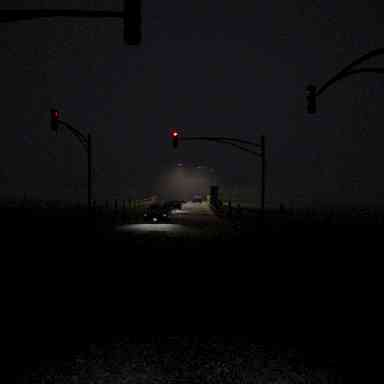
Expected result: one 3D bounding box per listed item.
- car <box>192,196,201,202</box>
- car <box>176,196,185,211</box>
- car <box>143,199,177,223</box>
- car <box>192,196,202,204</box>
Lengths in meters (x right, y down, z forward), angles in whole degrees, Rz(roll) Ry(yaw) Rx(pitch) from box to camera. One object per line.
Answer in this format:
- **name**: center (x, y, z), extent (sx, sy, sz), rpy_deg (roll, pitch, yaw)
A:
- **car**: center (1.092, 1.617, 75.929), extent (1.895, 1.301, 4.718), rpy_deg (0, 0, 1)
- **car**: center (-2.304, 1.571, 41.349), extent (1.994, 1.385, 4.181), rpy_deg (0, 0, 1)
- **car**: center (-2.544, 1.551, 25.945), extent (2.033, 1.411, 5.357), rpy_deg (0, 0, 1)
- **car**: center (1.030, 1.495, 65.895), extent (1.882, 1.535, 5.008), rpy_deg (0, 0, 1)
